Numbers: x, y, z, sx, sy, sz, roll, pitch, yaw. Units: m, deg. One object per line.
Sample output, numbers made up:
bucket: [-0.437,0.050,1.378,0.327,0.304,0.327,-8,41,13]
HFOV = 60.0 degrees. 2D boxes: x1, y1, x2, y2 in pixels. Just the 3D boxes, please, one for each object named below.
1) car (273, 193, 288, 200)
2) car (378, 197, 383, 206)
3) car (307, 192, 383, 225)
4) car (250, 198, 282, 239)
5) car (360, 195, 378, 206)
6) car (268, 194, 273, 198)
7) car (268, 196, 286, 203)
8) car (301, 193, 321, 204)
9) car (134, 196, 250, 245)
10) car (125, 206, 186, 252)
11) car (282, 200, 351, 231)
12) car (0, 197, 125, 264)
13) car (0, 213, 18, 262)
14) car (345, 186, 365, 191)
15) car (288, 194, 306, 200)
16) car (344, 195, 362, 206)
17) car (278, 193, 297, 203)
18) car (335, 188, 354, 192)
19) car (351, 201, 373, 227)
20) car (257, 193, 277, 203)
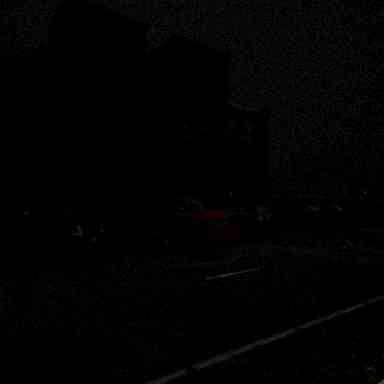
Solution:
car: [15.329,1.042,53.301,2.185,1.767,4.553,0,-1,35]
car: [33.434,1.692,56.968,2.231,1.521,4.892,1,-2,35]
car: [11.765,1.222,24.316,5.566,2.045,2.435,-1,0,35]
car: [1.963,1.349,17.318,4.553,1.767,2.185,-1,-1,35]
car: [31.693,1.565,59.429,2.185,1.767,4.553,1,-2,35]
car: [13.764,1.169,55.911,1.946,1.575,5.366,0,-1,35]
car: [19.652,1.698,76.844,2.231,1.521,4.892,1,-2,35]
car: [24.824,1.443,69.371,2.435,2.045,5.566,1,-2,35]
car: [-0.487,1.221,15.592,5.566,2.045,2.435,-1,-1,35]
car: [-2.937,1.499,13.843,4.792,1.488,2.163,-1,-1,35]
car: [6.857,1.480,20.821,5.008,1.535,2.097,-1,-1,35]
car: [-5.387,1.216,12.105,5.566,2.045,2.435,-1,-1,35]
car: [-7.834,1.494,10.355,4.792,1.488,2.163,-1,-1,35]
car: [33.130,-0.188,69.452,2.150,2.045,5.566,2,3,-34]
car: [17.027,1.168,50.887,2.231,1.521,4.892,0,-1,35]
car: [30.014,1.569,61.962,2.185,1.767,4.553,1,-2,35]
car: [21.416,1.447,74.391,2.435,2.045,5.566,1,-2,35]
car: [20.393,0.914,46.001,2.435,2.045,5.566,1,-1,35]
car: [9.330,1.519,22.563,4.674,1.452,2.002,-1,-1,35]
car: [17.935,1.446,79.313,2.435,2.045,5.566,1,-2,35]
